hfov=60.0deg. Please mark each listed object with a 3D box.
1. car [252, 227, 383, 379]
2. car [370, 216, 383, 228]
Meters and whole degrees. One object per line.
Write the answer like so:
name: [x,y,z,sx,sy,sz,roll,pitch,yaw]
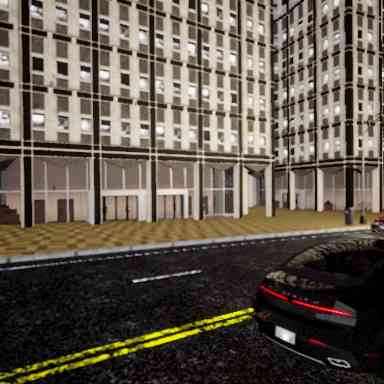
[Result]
car: [3.171,1.537,5.446,4.892,1.490,1.837,1,0,-33]
car: [12.134,1.637,18.801,4.674,1.442,1.812,0,0,-29]
